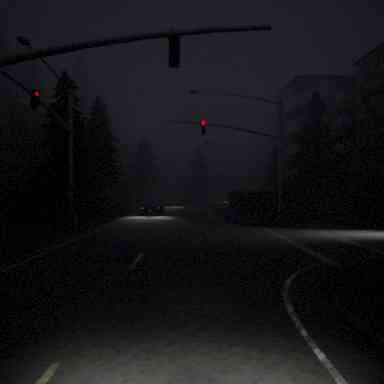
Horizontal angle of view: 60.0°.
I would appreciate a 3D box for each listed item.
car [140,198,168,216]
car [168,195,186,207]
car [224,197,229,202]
[{"bbox_3d":[-3.515,1.308,30.189,1.812,1.442,4.674,0,1,1],"label":"car"},{"bbox_3d":[-2.195,1.197,45.587,1.812,1.442,4.674,0,1,14],"label":"car"},{"bbox_3d":[8.425,1.095,62.826,5.357,1.411,2.033,0,1,-40],"label":"car"}]
